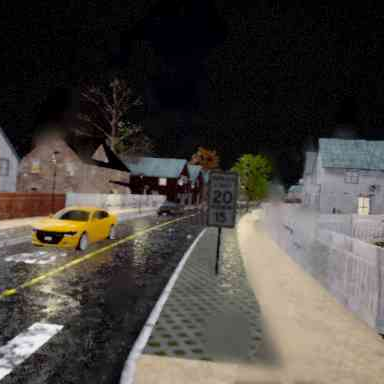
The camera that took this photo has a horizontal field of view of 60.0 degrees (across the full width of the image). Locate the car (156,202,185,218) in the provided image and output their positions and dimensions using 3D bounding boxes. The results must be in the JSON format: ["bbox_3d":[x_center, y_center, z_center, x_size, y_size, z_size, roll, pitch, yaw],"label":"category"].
[{"bbox_3d":[-2.030,1.719,33.526,2.033,1.411,5.357,4,0,10],"label":"car"}]

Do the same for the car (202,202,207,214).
[{"bbox_3d":[2.775,1.898,42.595,2.097,1.767,4.553,4,0,13],"label":"car"}]

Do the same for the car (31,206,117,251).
[{"bbox_3d":[-4.704,1.365,13.979,1.882,1.535,5.008,4,0,6],"label":"car"}]
